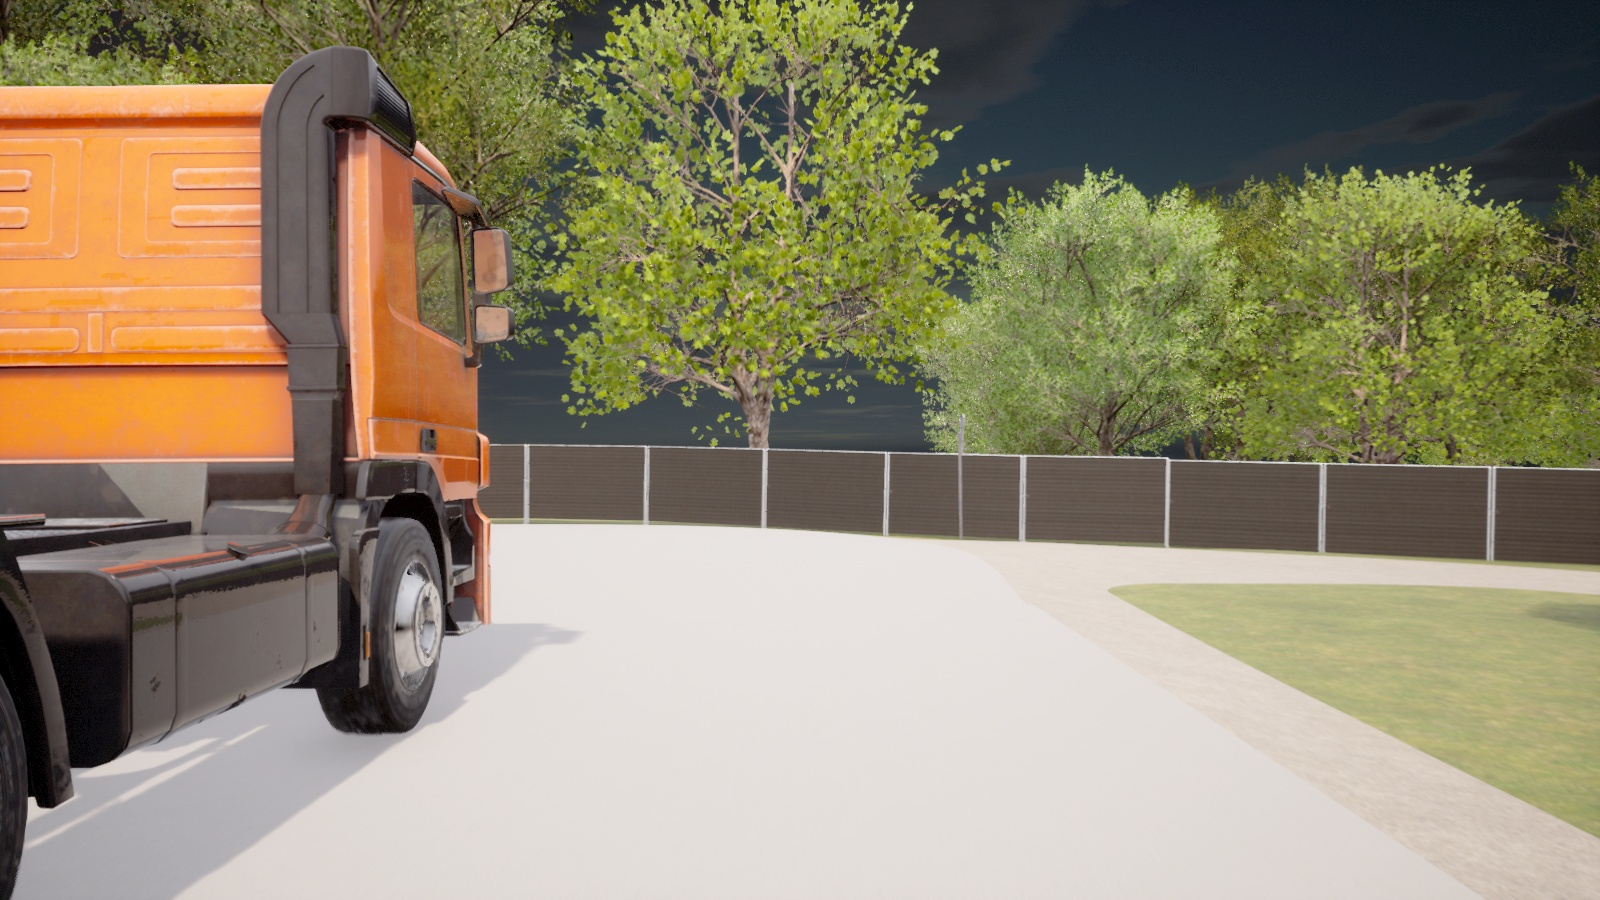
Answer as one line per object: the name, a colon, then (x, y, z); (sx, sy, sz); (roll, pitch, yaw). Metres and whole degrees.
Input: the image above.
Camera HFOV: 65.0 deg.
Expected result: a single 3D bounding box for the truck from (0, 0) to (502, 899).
truck: (-3.469, -0.223, 4.401); (2.891, 3.462, 7.936); (0, 0, 0)
